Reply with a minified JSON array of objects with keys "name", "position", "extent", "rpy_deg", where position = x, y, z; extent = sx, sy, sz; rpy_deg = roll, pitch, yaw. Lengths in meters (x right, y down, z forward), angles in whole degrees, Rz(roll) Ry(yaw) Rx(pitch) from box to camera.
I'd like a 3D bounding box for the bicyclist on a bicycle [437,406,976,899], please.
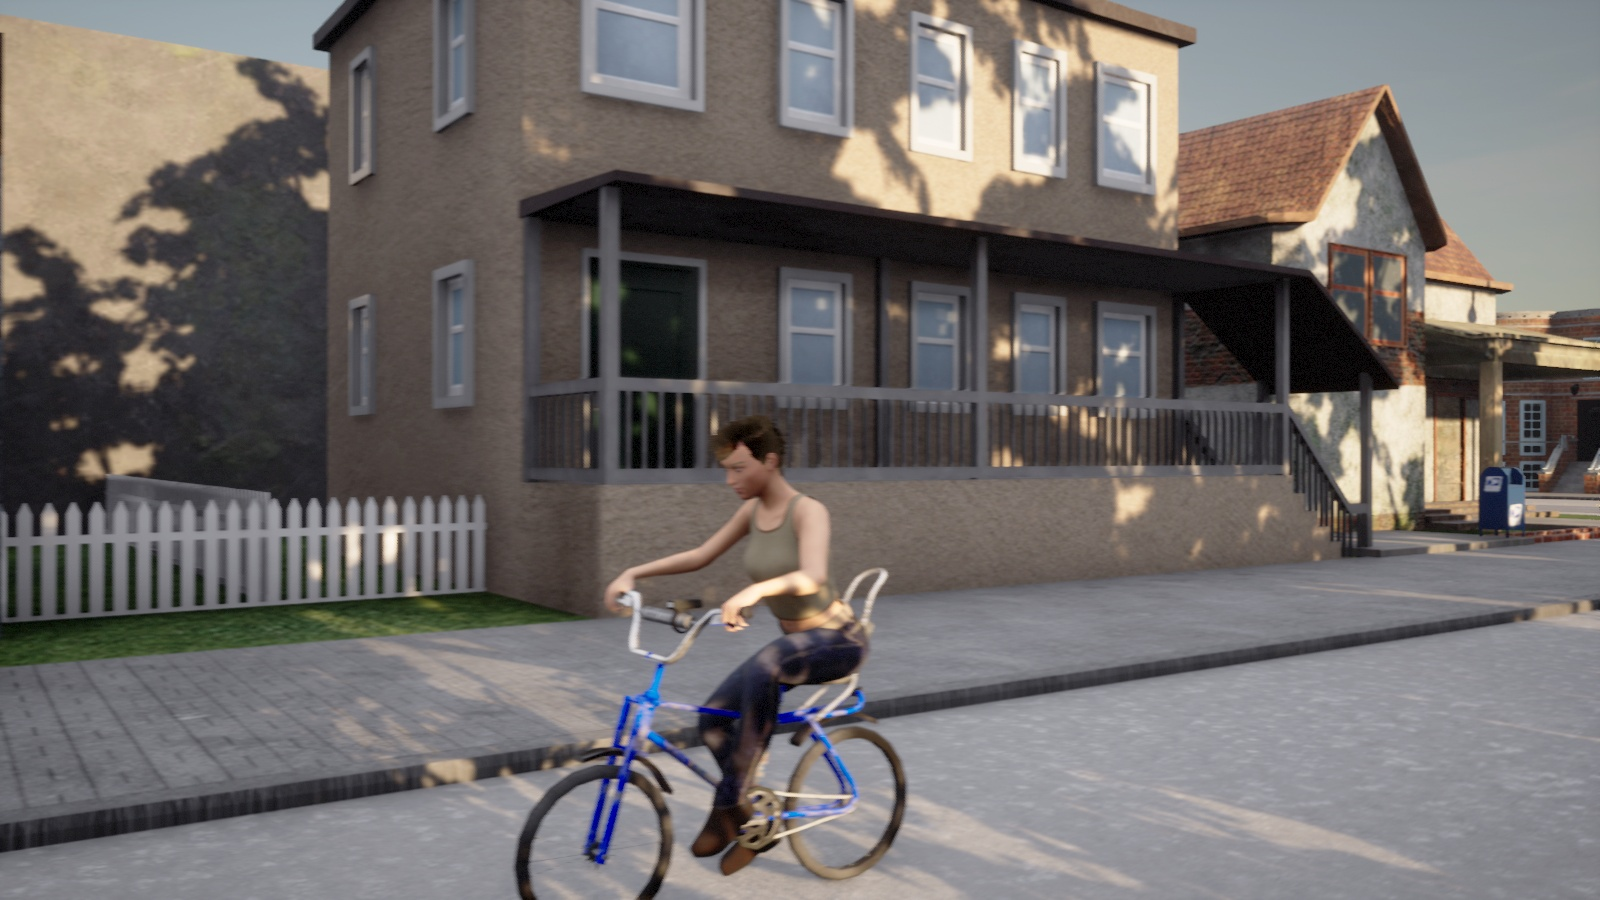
[{"name":"bicyclist on a bicycle","position":[-0.288,0.692,4.068],"extent":[1.509,1.612,0.866],"rpy_deg":[0,0,-35]}]
